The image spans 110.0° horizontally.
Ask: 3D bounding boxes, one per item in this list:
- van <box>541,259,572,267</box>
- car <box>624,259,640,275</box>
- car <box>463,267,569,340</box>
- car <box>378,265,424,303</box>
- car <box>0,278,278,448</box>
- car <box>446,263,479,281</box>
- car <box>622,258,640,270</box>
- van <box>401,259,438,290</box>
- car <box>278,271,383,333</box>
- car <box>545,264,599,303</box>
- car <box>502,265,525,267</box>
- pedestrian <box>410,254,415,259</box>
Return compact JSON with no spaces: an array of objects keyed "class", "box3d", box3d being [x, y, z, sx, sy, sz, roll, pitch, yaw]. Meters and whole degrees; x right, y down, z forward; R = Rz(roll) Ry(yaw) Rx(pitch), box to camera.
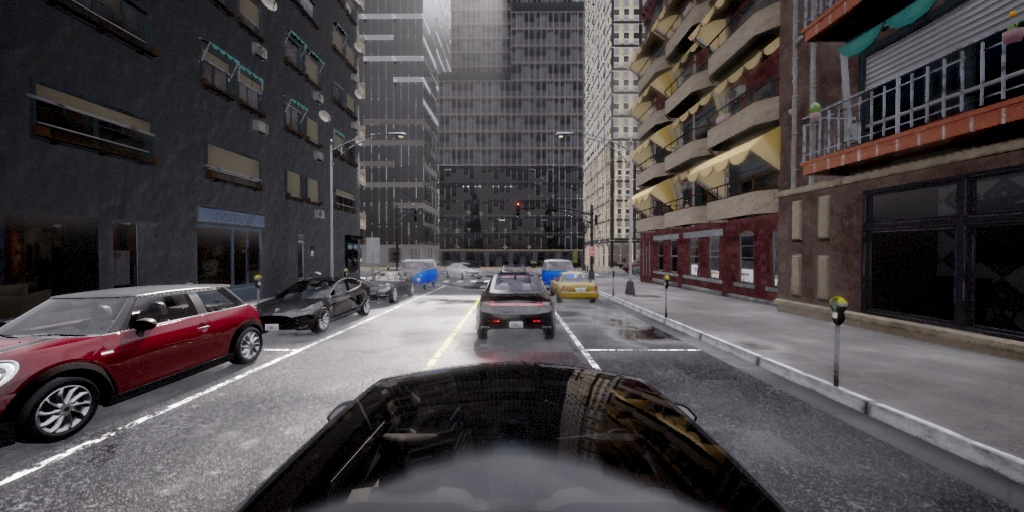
[{"class":"van","box3d":[2.719,1.087,21.835,1.690,1.789,3.998,0,0,0]},{"class":"car","box3d":[14.730,1.370,38.558,4.181,1.385,1.994,0,1,0]},{"class":"car","box3d":[0.095,1.240,10.010,2.128,1.511,4.902,0,0,0]},{"class":"car","box3d":[-5.671,1.297,16.275,2.007,1.370,4.403,0,0,0]},{"class":"car","box3d":[-5.688,1.189,5.071,1.967,1.591,4.097,0,0,0]},{"class":"car","box3d":[-4.150,1.311,30.713,1.812,1.442,4.674,2,-1,-33]},{"class":"car","box3d":[15.292,1.087,41.154,5.009,1.841,2.192,0,0,0]},{"class":"van","box3d":[-5.662,1.087,21.877,1.690,1.789,3.998,0,0,0]},{"class":"car","box3d":[-5.680,1.314,10.672,1.948,1.339,4.313,0,0,0]},{"class":"car","box3d":[2.710,1.272,16.403,1.751,1.417,4.829,0,0,0]},{"class":"car","box3d":[0.093,1.237,20.312,2.128,1.511,4.902,0,0,0]},{"class":"pedestrian","box3d":[-12.329,0.635,44.289,0.375,1.860,0.375,0,1,0]}]
